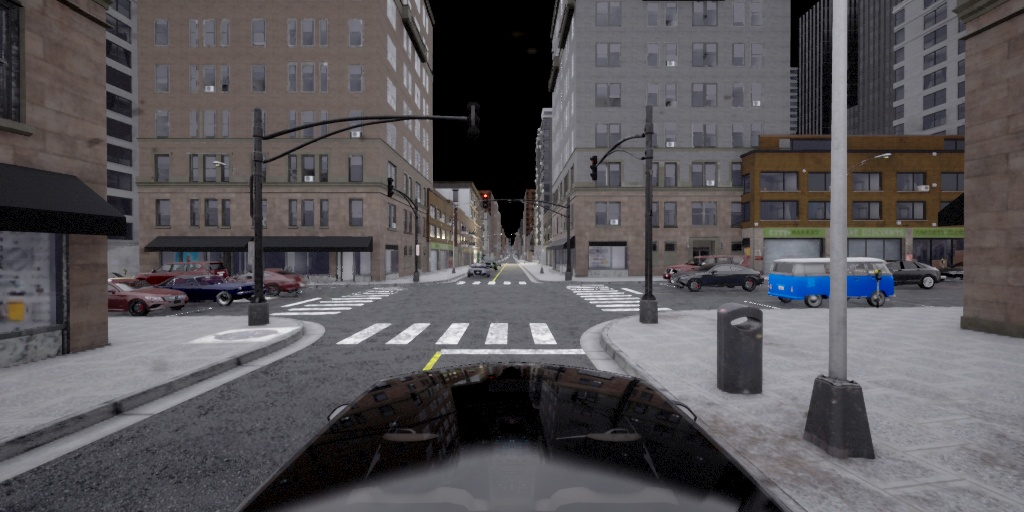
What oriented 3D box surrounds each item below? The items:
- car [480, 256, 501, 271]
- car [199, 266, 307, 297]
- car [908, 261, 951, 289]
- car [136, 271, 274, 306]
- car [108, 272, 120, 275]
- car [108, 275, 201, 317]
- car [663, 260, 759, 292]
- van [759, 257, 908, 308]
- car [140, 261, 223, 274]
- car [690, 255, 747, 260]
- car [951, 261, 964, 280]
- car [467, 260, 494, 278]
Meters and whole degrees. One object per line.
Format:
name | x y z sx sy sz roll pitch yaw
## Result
car | -3.077 0.994 48.935 2.150 2.045 5.566 0 0 0
car | -13.533 1.417 19.231 4.674 1.442 1.812 -1 1 1
car | 20.293 0.980 19.570 4.892 1.490 1.837 -1 0 0
car | -13.949 1.517 16.300 4.718 1.301 1.895 -1 0 0
car | -26.012 1.551 22.137 4.829 1.417 1.751 0 0 0
car | -14.814 1.527 13.636 4.207 1.307 1.802 0 0 0
car | 11.108 1.114 19.567 4.674 1.442 1.812 -1 0 1
van | 12.123 0.957 13.693 3.998 1.789 1.690 0 0 0
car | -20.338 1.270 22.149 5.009 1.841 2.192 0 0 0
car | 12.103 0.872 22.219 5.009 1.841 2.192 0 0 0
car | 28.931 0.916 22.255 4.313 1.339 1.948 0 0 0
car | -3.088 1.319 34.284 1.994 1.385 4.181 0 0 0
